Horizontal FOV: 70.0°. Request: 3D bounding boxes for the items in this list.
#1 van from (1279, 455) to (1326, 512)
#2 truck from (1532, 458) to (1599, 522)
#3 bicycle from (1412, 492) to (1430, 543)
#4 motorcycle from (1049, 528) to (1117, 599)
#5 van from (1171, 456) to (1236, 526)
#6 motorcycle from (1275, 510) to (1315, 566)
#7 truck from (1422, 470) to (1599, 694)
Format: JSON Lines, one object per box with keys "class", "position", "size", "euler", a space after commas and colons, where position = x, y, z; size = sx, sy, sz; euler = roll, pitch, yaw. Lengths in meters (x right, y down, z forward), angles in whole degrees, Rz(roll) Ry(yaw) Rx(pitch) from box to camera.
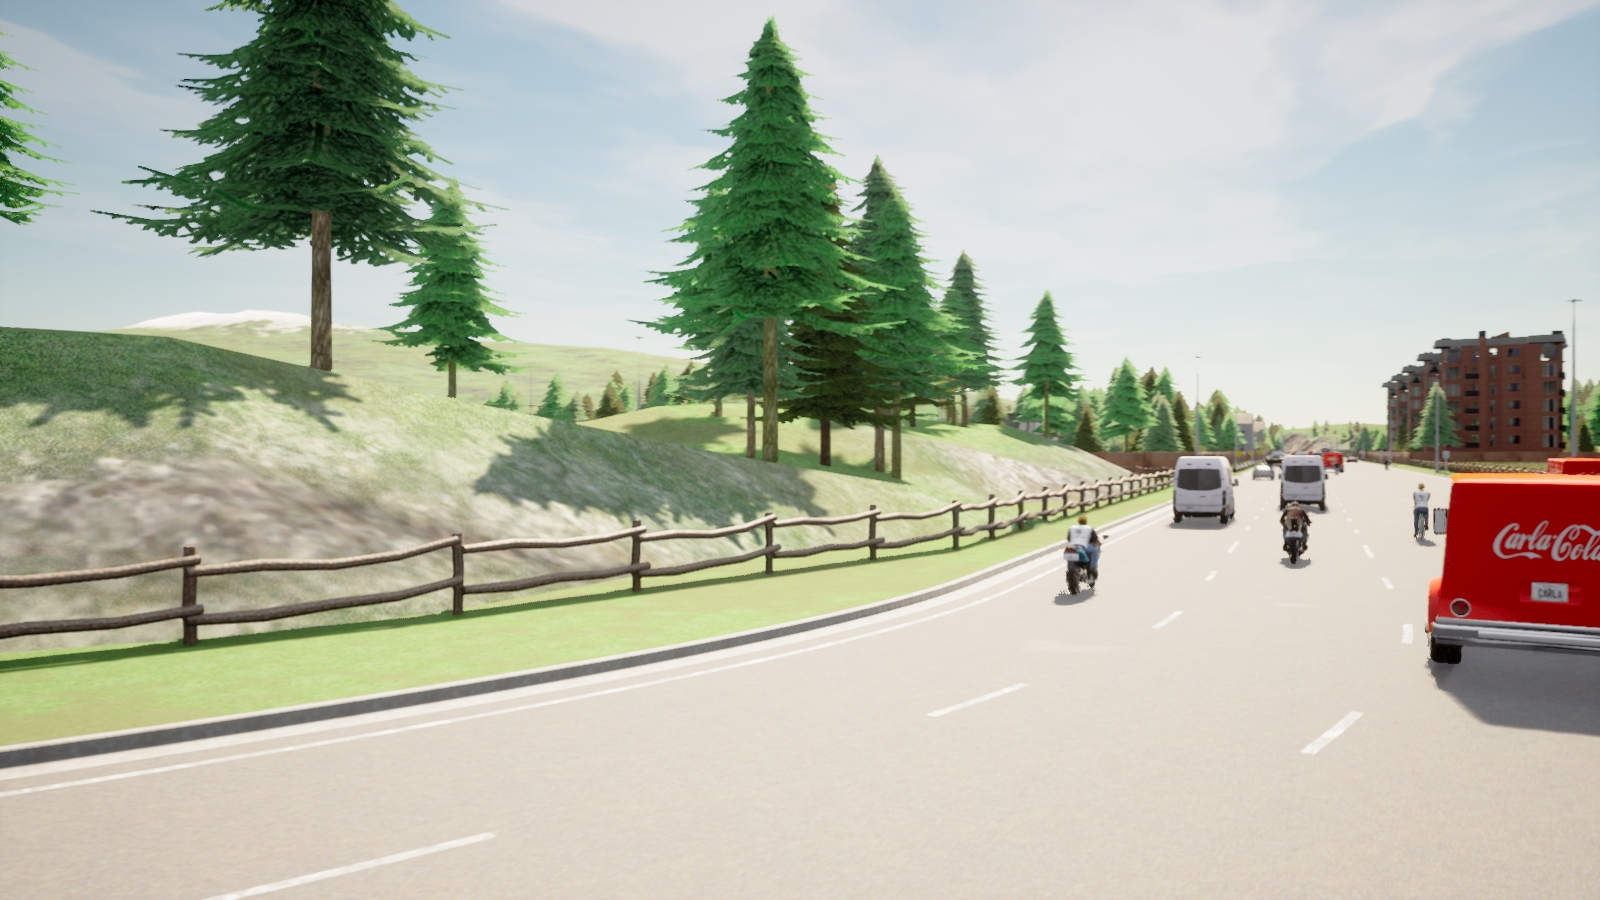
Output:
{"class": "van", "position": [24.442, 1.551, 55.532], "size": [1.988, 2.561, 5.915], "euler": [0, 0, 24]}
{"class": "truck", "position": [32.225, 1.582, 47.163], "size": [2.627, 2.467, 5.204], "euler": [0, 0, 24]}
{"class": "bicycle", "position": [19.165, 2.066, 35.263], "size": [0.373, 1.496, 1.643], "euler": [0, 0, 25]}
{"class": "motorcycle", "position": [5.589, 2.194, 22.477], "size": [0.803, 1.199, 2.033], "euler": [-2, -1, 27]}
{"class": "van", "position": [16.171, 1.549, 45.581], "size": [1.988, 2.561, 5.915], "euler": [0, 0, 24]}
{"class": "motorcycle", "position": [12.639, 2.214, 29.147], "size": [0.867, 1.251, 2.209], "euler": [0, 0, 25]}
{"class": "truck", "position": [10.067, 1.571, 15.645], "size": [2.627, 2.467, 5.204], "euler": [0, 0, 30]}
